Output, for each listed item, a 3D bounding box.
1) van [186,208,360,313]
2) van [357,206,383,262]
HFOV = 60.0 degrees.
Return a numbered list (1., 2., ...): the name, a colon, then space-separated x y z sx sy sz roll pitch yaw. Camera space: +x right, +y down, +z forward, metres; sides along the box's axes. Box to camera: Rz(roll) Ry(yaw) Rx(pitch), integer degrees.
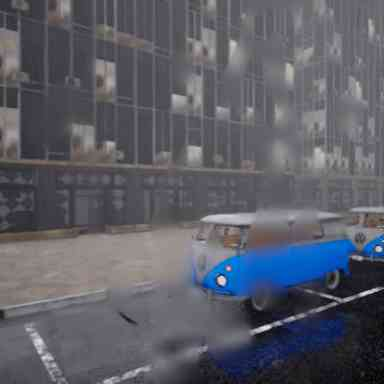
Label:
1. van: 1.785 1.337 7.359 3.998 1.788 1.690 0 0 -35
2. van: 6.388 1.334 10.610 3.998 1.788 1.690 0 0 -35
